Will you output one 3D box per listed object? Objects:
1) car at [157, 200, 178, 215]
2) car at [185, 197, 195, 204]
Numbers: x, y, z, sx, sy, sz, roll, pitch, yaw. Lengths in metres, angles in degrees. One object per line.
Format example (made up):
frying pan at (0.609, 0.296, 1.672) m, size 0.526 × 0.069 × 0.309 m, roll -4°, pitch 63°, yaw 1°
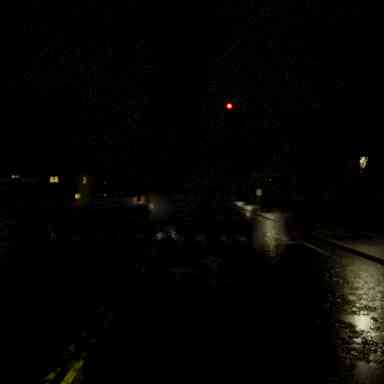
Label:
car at (-2.514, 1.649, 35.246) m, size 1.837 × 1.490 × 4.892 m, roll 0°, pitch 2°, yaw 2°
car at (-0.348, 1.755, 71.513) m, size 1.812 × 1.442 × 4.674 m, roll 0°, pitch 0°, yaw 5°
